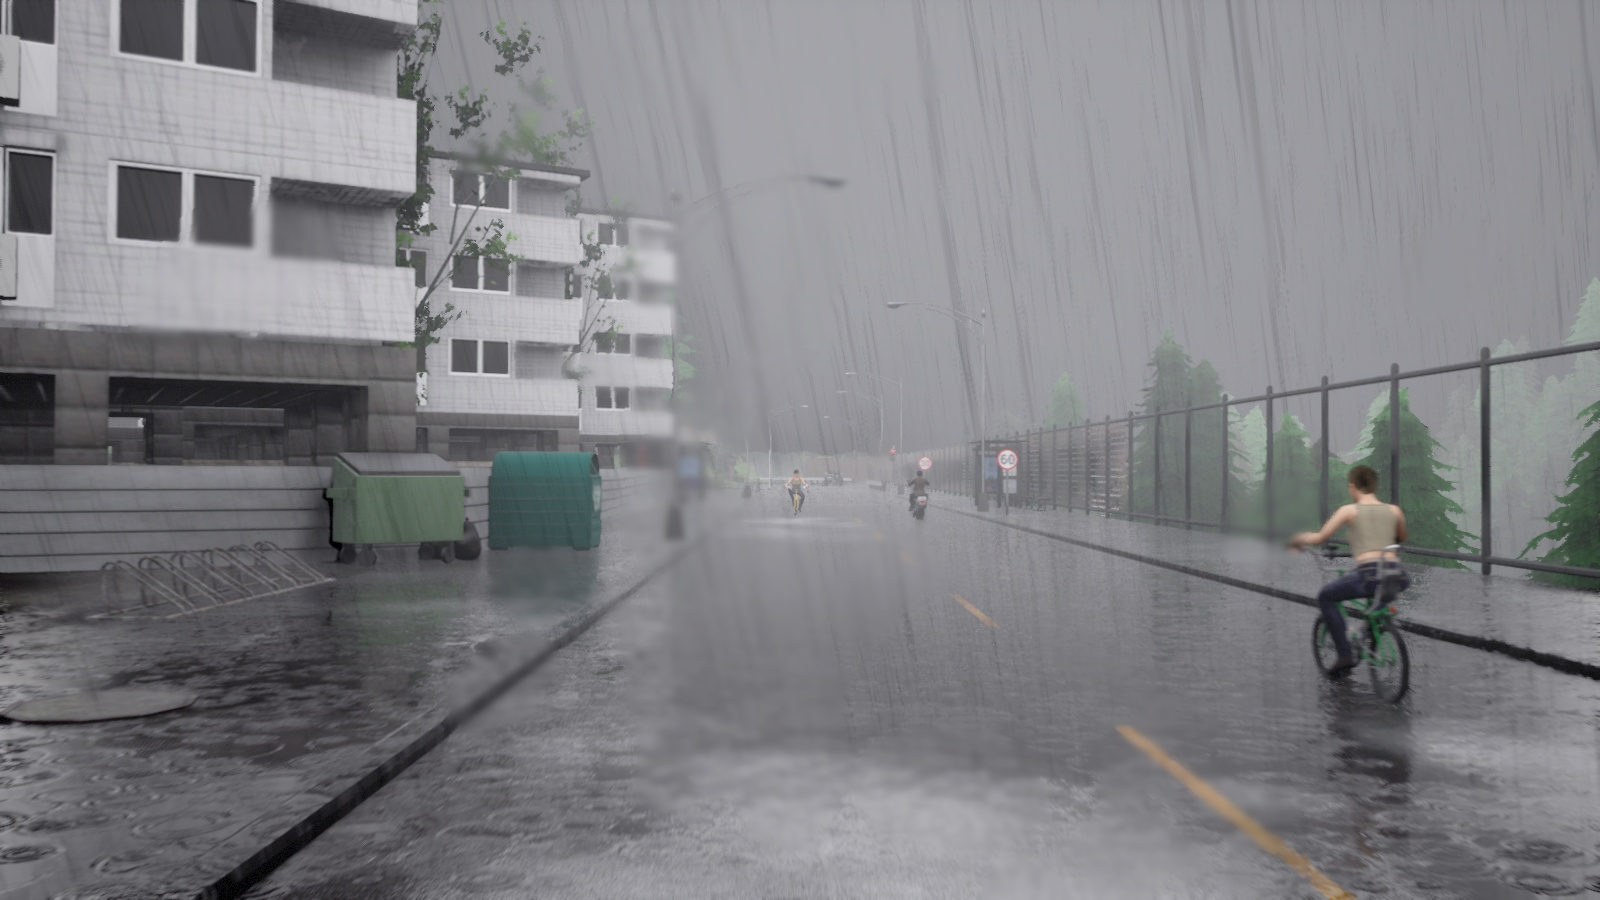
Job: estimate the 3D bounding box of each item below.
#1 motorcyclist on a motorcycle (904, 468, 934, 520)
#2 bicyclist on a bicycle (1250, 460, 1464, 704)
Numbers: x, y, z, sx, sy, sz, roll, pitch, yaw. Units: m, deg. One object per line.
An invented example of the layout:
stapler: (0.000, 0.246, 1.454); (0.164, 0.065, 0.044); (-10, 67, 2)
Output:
motorcyclist on a motorcycle: (3.893, 1.439, 41.199); (0.766, 1.649, 2.350); (0, -1, 0)
bicyclist on a bicycle: (3.970, 0.888, 9.093); (0.866, 1.612, 1.509); (0, -1, 0)
